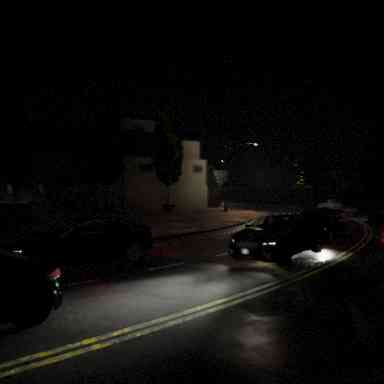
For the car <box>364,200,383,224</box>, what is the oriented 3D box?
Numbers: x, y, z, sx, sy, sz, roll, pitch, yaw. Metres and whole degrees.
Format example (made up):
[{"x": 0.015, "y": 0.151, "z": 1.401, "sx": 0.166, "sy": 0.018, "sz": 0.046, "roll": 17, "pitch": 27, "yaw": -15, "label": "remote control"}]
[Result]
[{"x": 14.473, "y": 1.585, "z": 25.013, "sx": 1.837, "sy": 1.490, "sz": 4.892, "roll": 0, "pitch": 0, "yaw": 20, "label": "car"}]

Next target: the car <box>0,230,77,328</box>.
[{"x": -4.377, "y": 1.606, "z": 5.484, "sx": 4.181, "sy": 1.385, "sz": 1.994, "roll": 0, "pitch": 0, "yaw": -37, "label": "car"}]

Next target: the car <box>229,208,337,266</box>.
[{"x": 3.201, "y": 1.541, "z": 11.953, "sx": 2.128, "sy": 1.511, "sz": 4.902, "roll": 0, "pitch": 0, "yaw": 41, "label": "car"}]

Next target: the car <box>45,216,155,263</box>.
[{"x": -3.499, "y": 1.555, "z": 10.599, "sx": 4.902, "sy": 1.511, "sz": 2.128, "roll": 0, "pitch": 0, "yaw": -43, "label": "car"}]

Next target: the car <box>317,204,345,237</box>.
[{"x": 6.203, "y": 1.567, "z": 16.306, "sx": 1.837, "sy": 1.490, "sz": 4.892, "roll": 0, "pitch": 0, "yaw": 34, "label": "car"}]

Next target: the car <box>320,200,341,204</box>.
[{"x": 17.078, "y": 1.674, "z": 41.136, "sx": 1.812, "sy": 1.442, "sz": 4.674, "roll": 0, "pitch": 0, "yaw": 0, "label": "car"}]

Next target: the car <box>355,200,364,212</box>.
[{"x": 20.489, "y": 1.617, "z": 38.193, "sx": 2.128, "sy": 1.511, "sz": 4.902, "roll": 0, "pitch": 0, "yaw": 4, "label": "car"}]
